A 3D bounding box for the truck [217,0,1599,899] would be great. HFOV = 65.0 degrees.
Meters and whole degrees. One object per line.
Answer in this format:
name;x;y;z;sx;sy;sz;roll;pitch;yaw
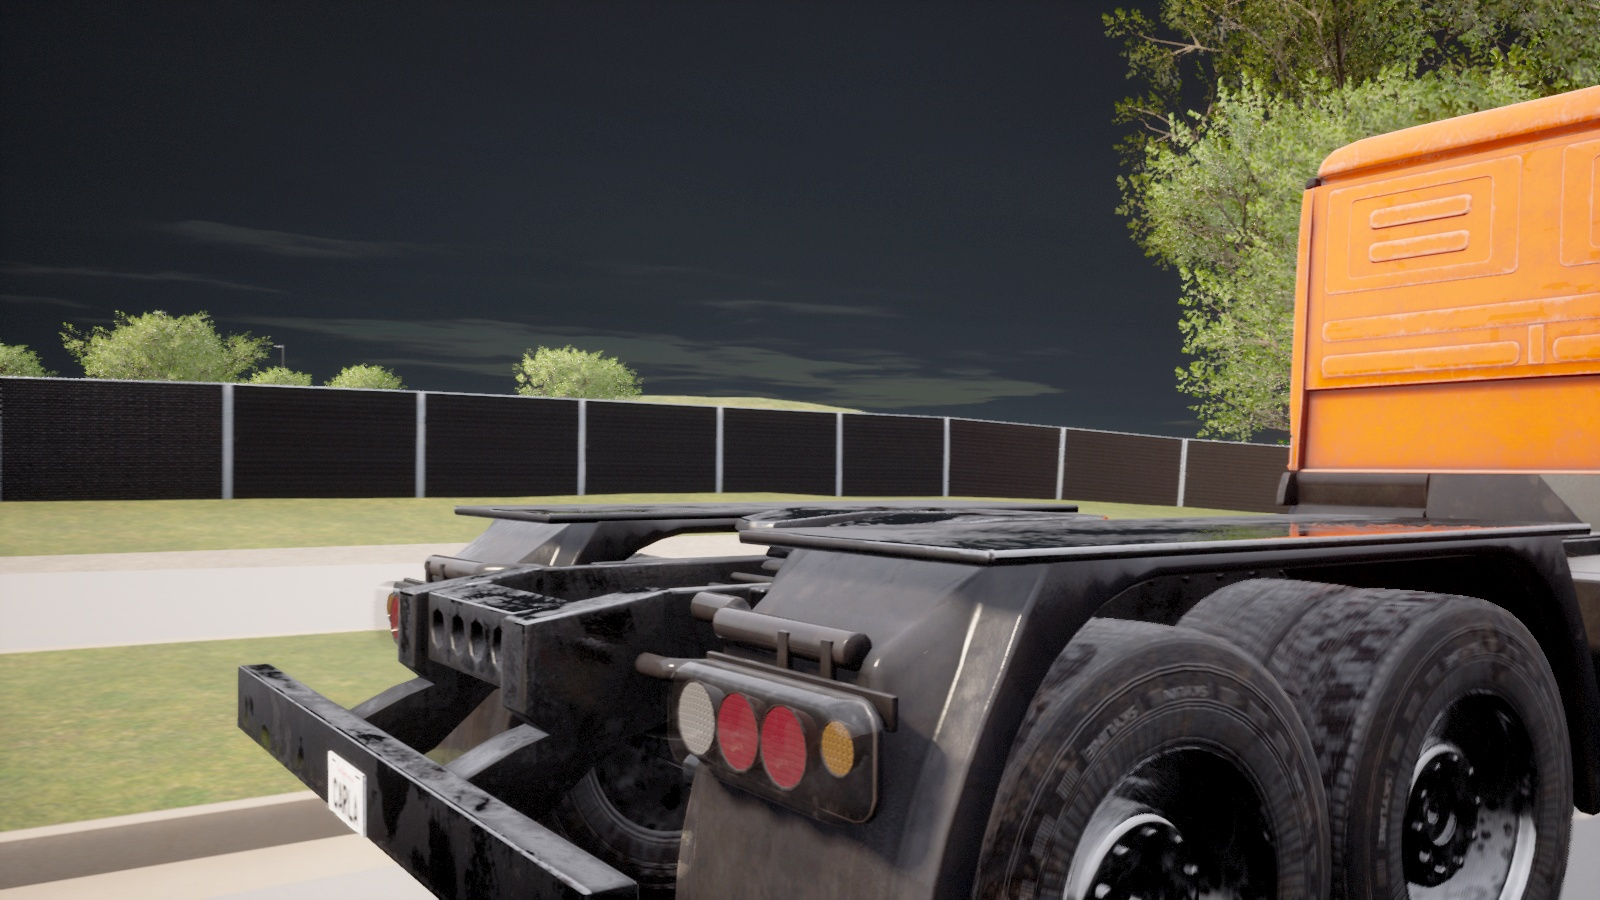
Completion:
truck;2.184;-0.189;5.194;7.936;3.462;2.891;1;-1;-35
